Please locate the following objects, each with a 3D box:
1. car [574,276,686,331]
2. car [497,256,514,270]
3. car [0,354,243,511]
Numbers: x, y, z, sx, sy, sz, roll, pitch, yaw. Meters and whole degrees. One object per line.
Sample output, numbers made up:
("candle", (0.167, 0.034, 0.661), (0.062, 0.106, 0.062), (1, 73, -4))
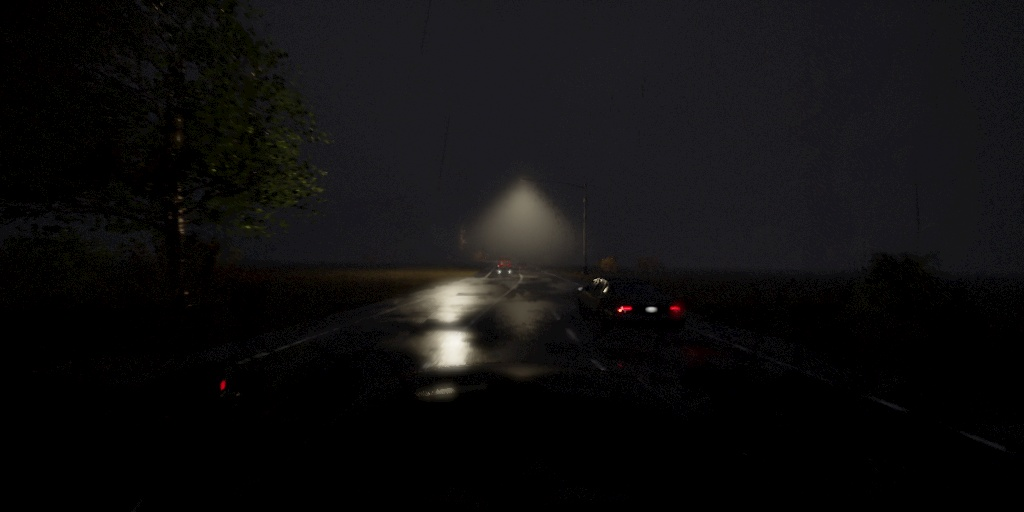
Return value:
("car", (3.257, 1.324, 11.018), (2.033, 1.411, 5.357), (0, 0, -1))
("car", (-1.146, 1.056, 55.843), (2.150, 2.045, 5.566), (0, 0, -1))
("car", (-3.602, 1.283, 1.122), (2.033, 1.411, 5.357), (0, 0, 1))
